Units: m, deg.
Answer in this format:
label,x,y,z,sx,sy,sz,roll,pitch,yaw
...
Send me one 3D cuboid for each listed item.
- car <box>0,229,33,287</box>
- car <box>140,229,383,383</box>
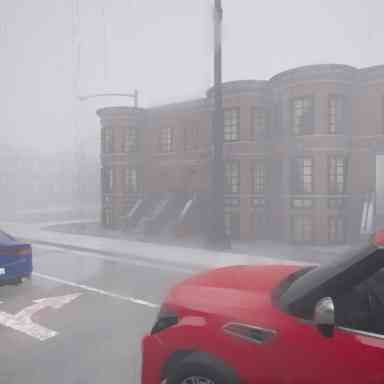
label,x,y,z,sx,sy,sz,roll,pitch,yaw
car,-5.950,1.478,8.236,5.008,1.535,1.882,0,0,36
car,2.138,1.221,2.464,5.566,2.045,2.150,0,0,36
